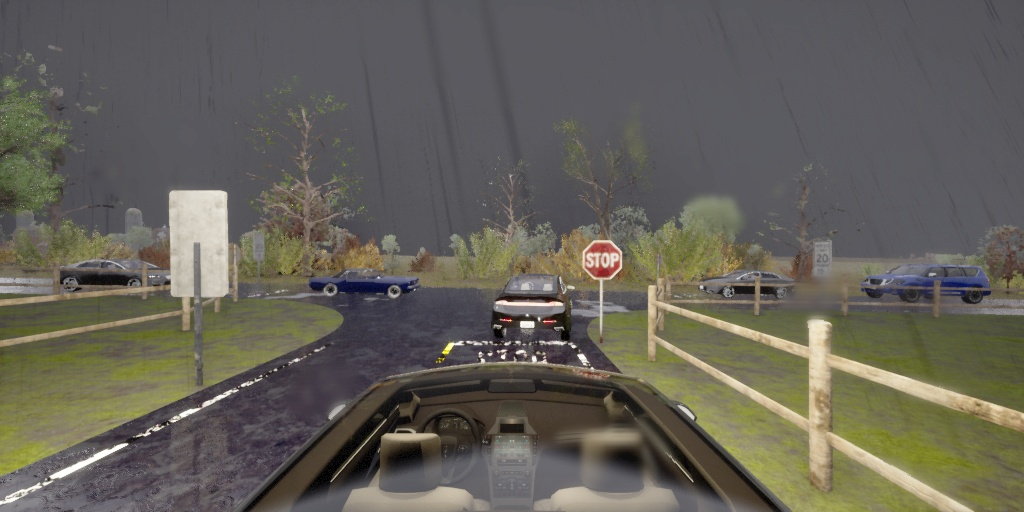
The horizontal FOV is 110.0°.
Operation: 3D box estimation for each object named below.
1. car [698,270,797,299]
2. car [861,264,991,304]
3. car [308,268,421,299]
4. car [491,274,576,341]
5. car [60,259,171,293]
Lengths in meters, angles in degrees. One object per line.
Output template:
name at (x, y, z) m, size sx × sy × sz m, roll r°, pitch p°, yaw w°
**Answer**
car at (13.007, 1.525, 19.950) m, size 4.902 × 1.511 × 2.128 m, roll 1°, pitch 1°, yaw 0°
car at (22.903, 1.466, 19.937) m, size 5.566 × 2.045 × 2.150 m, roll 1°, pitch 1°, yaw 0°
car at (-6.819, 1.248, 17.026) m, size 4.718 × 1.301 × 1.895 m, roll 1°, pitch 1°, yaw 0°
car at (0.708, 1.240, 9.993) m, size 2.128 × 1.511 × 4.902 m, roll 0°, pitch 0°, yaw 9°
car at (-18.487, 0.885, 17.044) m, size 4.902 × 1.511 × 2.128 m, roll 1°, pitch 1°, yaw 0°
